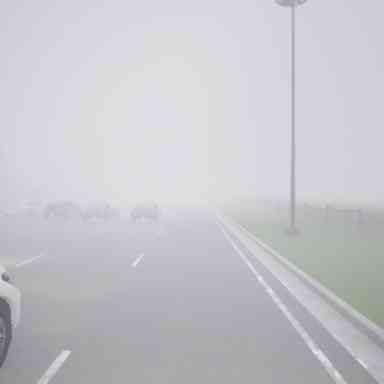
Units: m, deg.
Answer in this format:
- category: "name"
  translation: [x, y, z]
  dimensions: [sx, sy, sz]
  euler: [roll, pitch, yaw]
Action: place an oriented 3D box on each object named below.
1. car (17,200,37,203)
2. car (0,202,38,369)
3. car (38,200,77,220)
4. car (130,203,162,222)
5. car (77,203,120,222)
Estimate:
- category: "car"
  translation: [-13.903, 1.431, 28.102]
  dimensions: [1.812, 1.442, 4.674]
  euler: [0, 0, 0]
- category: "car"
  translation: [-3.403, 1.213, 2.155]
  dimensions: [2.150, 2.045, 5.566]
  euler: [0, 0, 0]
- category: "car"
  translation: [-10.402, 1.413, 27.154]
  dimensions: [1.837, 1.490, 4.892]
  euler: [0, 0, 0]
- category: "car"
  translation: [-3.403, 1.514, 25.535]
  dimensions: [1.895, 1.301, 4.718]
  euler: [0, 0, 0]
- category: "car"
  translation: [-6.902, 1.514, 25.535]
  dimensions: [1.895, 1.301, 4.718]
  euler: [0, 0, 0]
